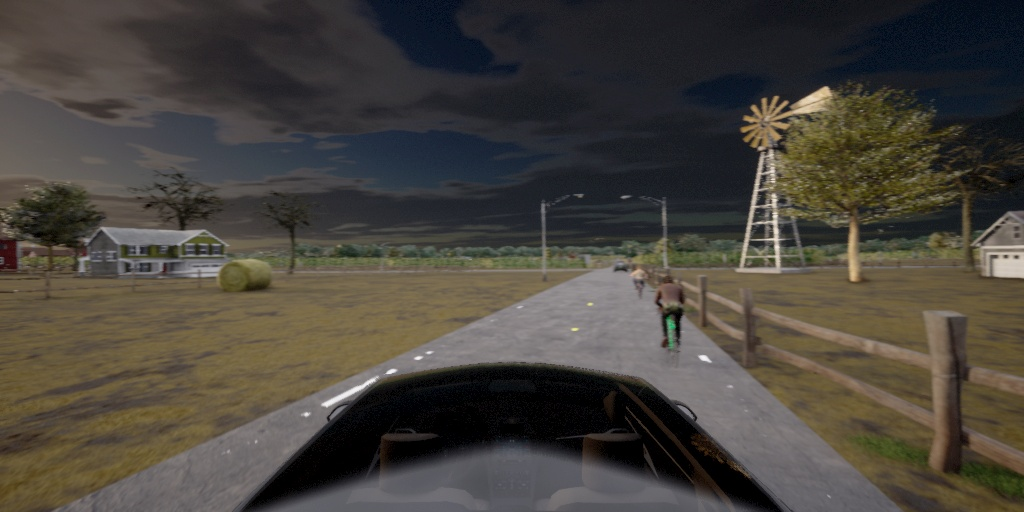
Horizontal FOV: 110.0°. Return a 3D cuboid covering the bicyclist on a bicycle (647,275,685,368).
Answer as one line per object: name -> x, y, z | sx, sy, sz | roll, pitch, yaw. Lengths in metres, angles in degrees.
bicyclist on a bicycle -> 3.037, 1.199, 6.877 | 0.582, 1.620, 1.656 | -1, -1, 16

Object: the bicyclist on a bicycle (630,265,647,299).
bicyclist on a bicycle -> 6.238, 1.244, 17.569 | 0.866, 1.612, 1.509 | -1, -1, 16

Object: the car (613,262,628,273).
car -> 16.898, 1.656, 55.897 | 2.097, 1.767, 4.553 | -1, -1, 17
